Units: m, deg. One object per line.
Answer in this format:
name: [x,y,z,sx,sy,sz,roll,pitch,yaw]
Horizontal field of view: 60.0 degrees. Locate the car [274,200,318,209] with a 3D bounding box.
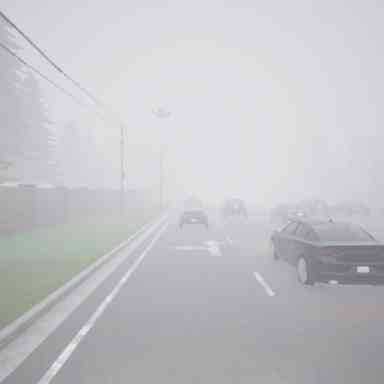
car: [7.113,1.552,24.520,2.033,1.411,5.357,0,0,0]

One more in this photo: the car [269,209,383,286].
car: [3.605,1.479,9.470,1.882,1.535,5.008,0,0,0]

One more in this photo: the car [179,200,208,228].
car: [0.111,1.529,22.306,1.812,1.442,4.674,0,0,0]

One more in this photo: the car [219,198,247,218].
car: [3.613,1.357,29.832,2.097,1.767,4.553,0,0,0]

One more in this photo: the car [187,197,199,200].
car: [0.121,1.359,40.958,2.097,1.767,4.553,0,0,0]

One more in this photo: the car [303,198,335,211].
car: [10.616,1.357,29.828,2.097,1.767,4.553,0,0,0]

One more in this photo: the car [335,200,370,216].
car: [14.115,1.497,30.064,2.128,1.511,4.902,0,0,0]
